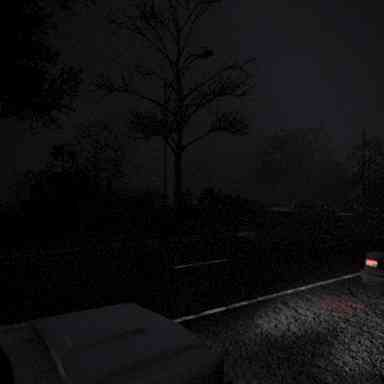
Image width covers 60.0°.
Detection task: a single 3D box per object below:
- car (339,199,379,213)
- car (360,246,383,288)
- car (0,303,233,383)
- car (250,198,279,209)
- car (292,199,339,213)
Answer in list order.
[{"bbox_3d":[17.855,1.525,36.383,2.128,1.511,4.902,0,0,-29],"label":"car"},{"bbox_3d":[6.209,1.556,7.993,5.357,1.411,2.033,0,0,-35],"label":"car"},{"bbox_3d":[-1.967,1.601,2.308,4.718,1.301,1.895,0,0,-35],"label":"car"},{"bbox_3d":[9.058,1.540,45.368,1.882,1.535,5.008,0,0,-27],"label":"car"},{"bbox_3d":[13.404,1.538,37.141,1.837,1.490,4.892,0,0,-28],"label":"car"}]
